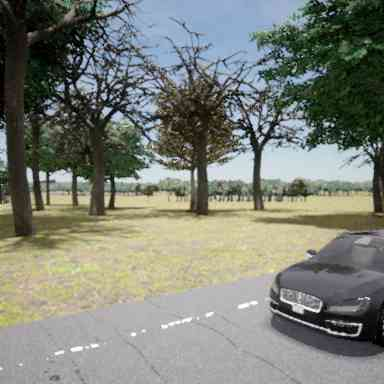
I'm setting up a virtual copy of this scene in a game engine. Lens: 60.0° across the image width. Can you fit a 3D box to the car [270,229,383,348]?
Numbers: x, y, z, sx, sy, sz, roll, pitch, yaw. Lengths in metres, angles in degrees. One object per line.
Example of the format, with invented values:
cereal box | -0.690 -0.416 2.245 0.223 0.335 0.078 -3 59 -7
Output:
car | 3.595 1.539 6.422 4.892 1.490 1.837 0 0 -35
